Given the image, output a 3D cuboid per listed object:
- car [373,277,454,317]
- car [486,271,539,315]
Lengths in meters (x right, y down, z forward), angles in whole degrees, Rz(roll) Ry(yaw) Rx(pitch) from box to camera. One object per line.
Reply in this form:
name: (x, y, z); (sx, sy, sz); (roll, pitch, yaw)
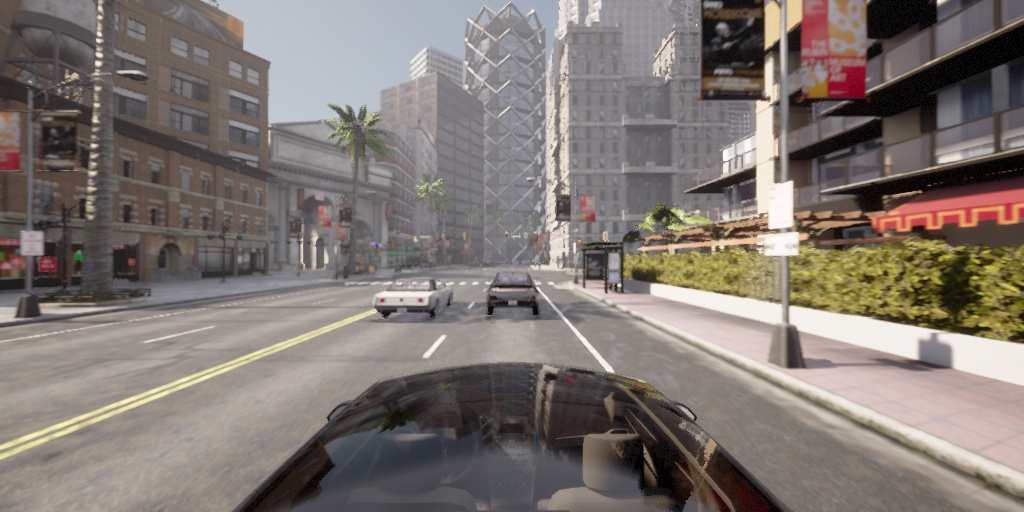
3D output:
car: (-3.459, 1.453, 13.589); (1.895, 1.301, 4.718); (0, 0, 1)
car: (0.046, 1.349, 14.215); (2.128, 1.511, 4.902); (0, 0, 1)
